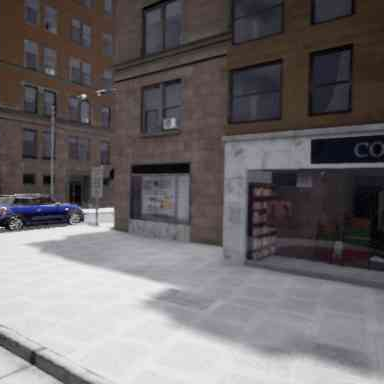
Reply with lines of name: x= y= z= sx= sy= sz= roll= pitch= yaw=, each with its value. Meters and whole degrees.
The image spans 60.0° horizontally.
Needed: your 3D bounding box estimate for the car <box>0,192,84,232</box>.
car: x=-7.743 y=0.895 z=16.770 sx=2.097 sy=1.767 sz=4.553 roll=2 pitch=1 yaw=36
